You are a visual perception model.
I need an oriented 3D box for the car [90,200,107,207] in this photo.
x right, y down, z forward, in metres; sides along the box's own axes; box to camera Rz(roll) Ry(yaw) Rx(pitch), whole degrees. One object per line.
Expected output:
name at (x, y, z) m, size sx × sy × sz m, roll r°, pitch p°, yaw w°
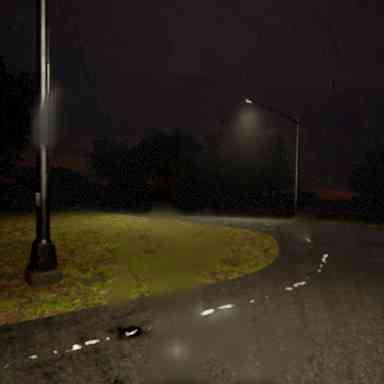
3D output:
car at (-18.471, 2.276, 65.503) m, size 2.033 × 1.411 × 5.357 m, roll 4°, pitch -3°, yaw -35°

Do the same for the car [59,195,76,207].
car at (-22.364, 1.583, 59.602) m, size 2.150 × 2.045 × 5.566 m, roll 3°, pitch -2°, yaw -30°
